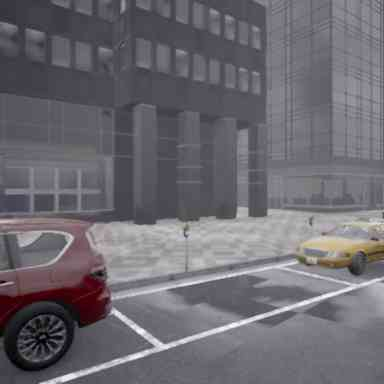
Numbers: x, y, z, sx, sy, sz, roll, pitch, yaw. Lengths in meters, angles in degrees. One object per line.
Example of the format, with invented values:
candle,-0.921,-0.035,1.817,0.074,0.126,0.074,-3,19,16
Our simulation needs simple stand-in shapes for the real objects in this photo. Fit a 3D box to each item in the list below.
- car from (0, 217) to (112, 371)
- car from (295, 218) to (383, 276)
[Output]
car,-3.512,1.316,4.148,5.009,1.841,2.192,0,0,-35
car,5.188,1.515,10.346,4.829,1.417,1.752,0,0,-35
